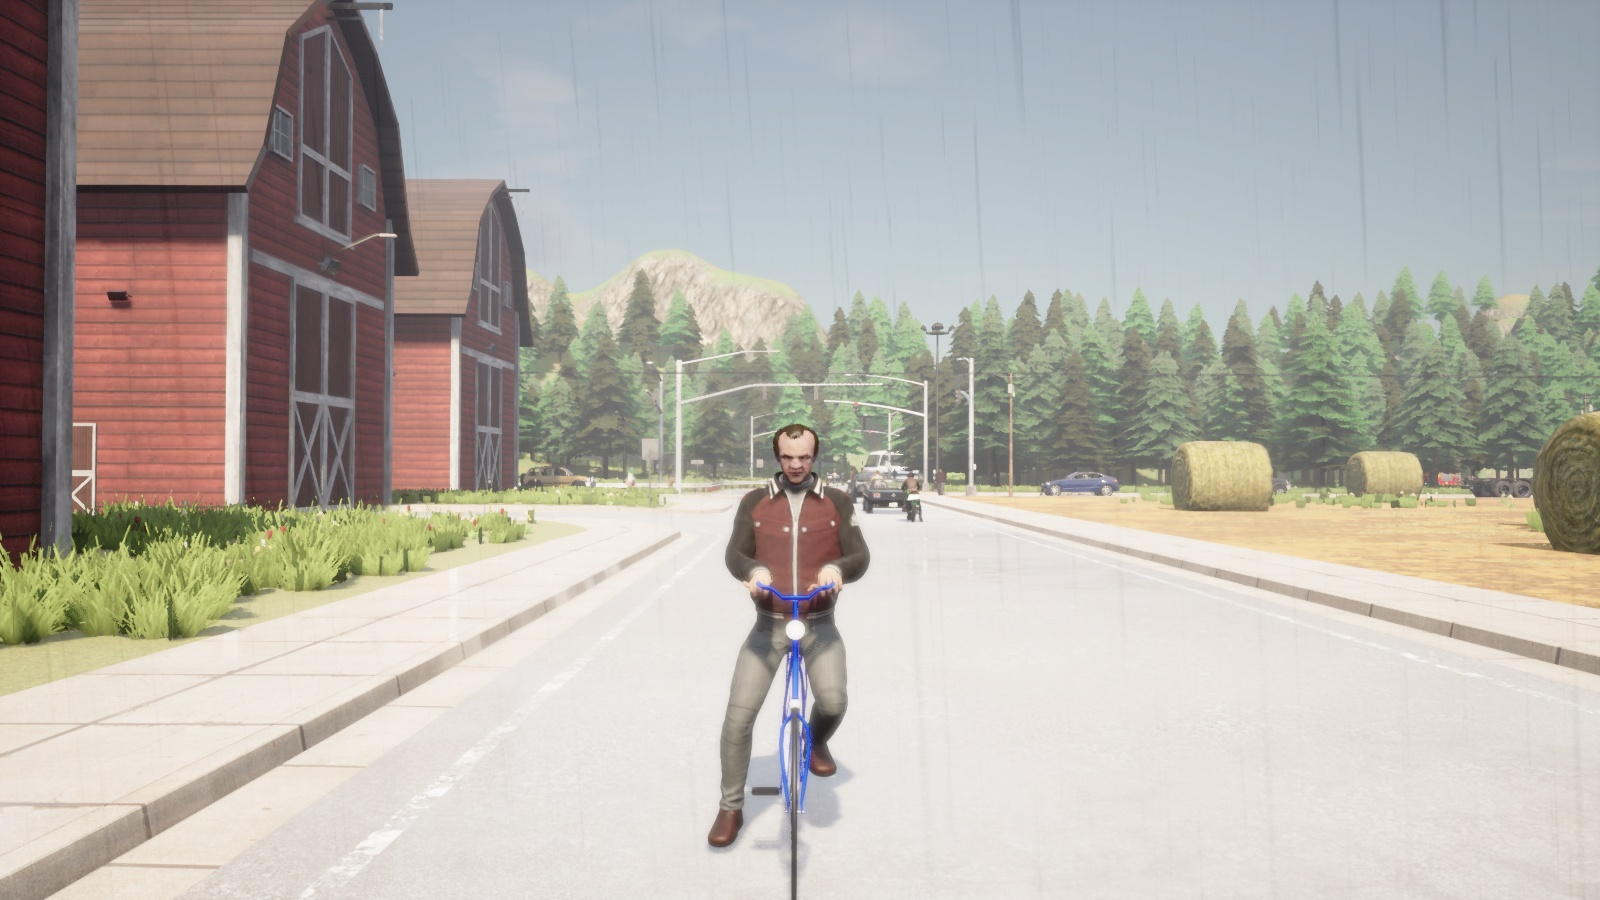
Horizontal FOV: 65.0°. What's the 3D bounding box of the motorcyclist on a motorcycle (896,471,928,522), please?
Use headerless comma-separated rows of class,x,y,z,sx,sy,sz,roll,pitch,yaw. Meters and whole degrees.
motorcyclist on a motorcycle,3.412,1.405,38.440,0.797,1.523,2.044,0,-1,0

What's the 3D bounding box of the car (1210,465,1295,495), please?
car,28.141,1.856,78.252,4.605,1.855,1.932,0,-1,1

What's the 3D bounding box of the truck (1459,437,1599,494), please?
truck,45.701,0.983,77.990,7.936,3.462,2.891,0,-1,1

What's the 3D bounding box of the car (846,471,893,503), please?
car,3.355,1.770,61.217,2.007,1.525,4.514,0,-1,0

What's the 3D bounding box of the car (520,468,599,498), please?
car,-15.095,2.041,78.929,4.605,1.855,1.932,0,-1,1

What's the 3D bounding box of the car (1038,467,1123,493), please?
car,18.268,1.919,81.906,5.027,1.651,2.152,0,-1,1

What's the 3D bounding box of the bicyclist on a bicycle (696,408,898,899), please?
bicyclist on a bicycle,-0.013,0.770,5.071,0.659,1.776,1.843,0,-1,0

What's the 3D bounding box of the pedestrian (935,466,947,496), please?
pedestrian,8.583,1.882,76.452,0.634,1.844,0.899,0,-1,1

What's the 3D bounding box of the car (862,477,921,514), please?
car,3.386,1.696,47.437,1.895,1.301,4.718,0,-1,0
